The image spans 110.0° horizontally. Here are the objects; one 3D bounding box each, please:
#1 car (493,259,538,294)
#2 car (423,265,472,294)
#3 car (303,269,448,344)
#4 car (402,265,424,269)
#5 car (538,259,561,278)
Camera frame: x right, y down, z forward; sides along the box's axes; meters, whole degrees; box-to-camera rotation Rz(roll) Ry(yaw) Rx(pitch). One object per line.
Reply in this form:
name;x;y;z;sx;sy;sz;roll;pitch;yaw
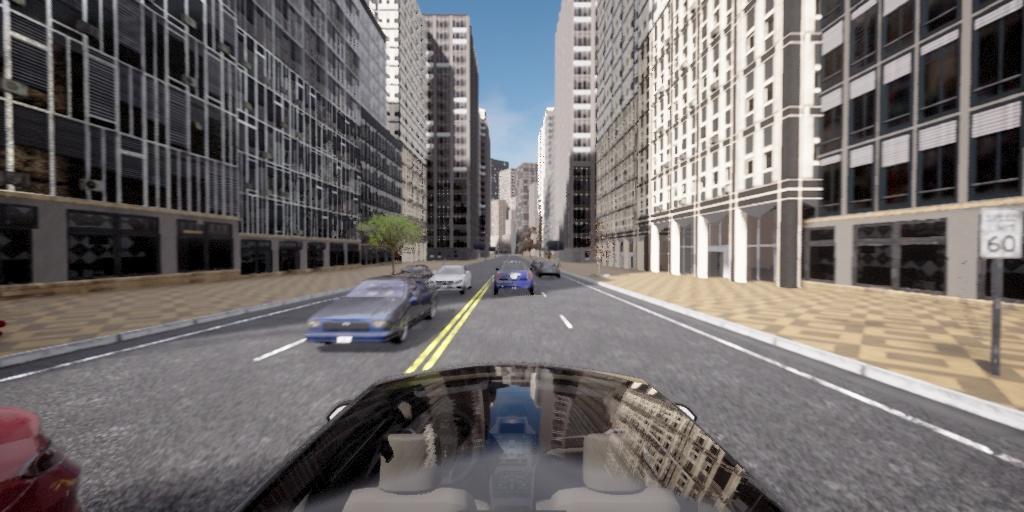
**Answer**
car;0.096;1.042;19.968;2.097;1.767;4.553;0;0;0
car;-3.268;1.215;19.754;1.812;1.442;4.674;0;0;0
car;-3.327;1.270;9.781;2.033;1.411;5.357;0;0;0
car;-6.507;1.285;24.324;1.994;1.385;4.181;0;0;0
car;3.241;1.211;32.654;1.994;1.385;4.181;0;0;0
